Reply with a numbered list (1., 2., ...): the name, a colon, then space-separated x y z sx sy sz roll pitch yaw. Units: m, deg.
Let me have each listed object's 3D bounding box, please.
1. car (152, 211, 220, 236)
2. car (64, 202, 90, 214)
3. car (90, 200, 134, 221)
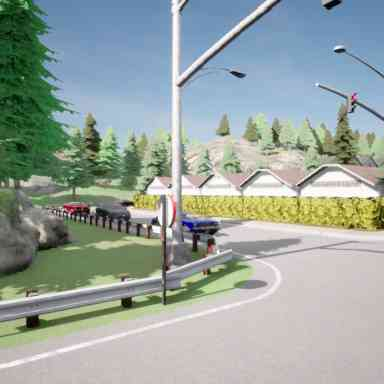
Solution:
1. car: -0.461 1.793 19.361 1.895 1.301 4.718 0 0 -35
2. car: -12.850 1.791 37.149 1.895 1.301 4.718 0 0 -33
3. car: -6.827 1.698 28.456 1.837 1.490 4.892 0 0 -35
